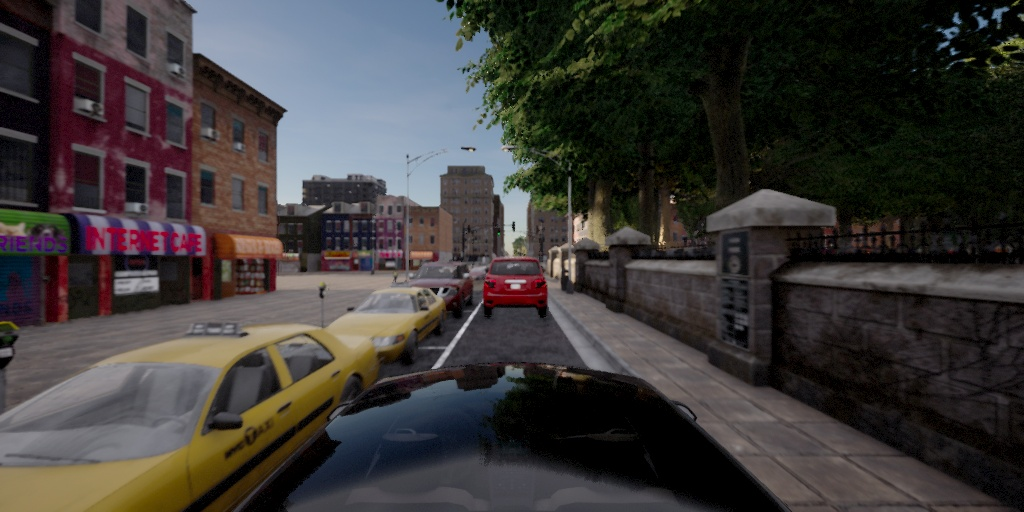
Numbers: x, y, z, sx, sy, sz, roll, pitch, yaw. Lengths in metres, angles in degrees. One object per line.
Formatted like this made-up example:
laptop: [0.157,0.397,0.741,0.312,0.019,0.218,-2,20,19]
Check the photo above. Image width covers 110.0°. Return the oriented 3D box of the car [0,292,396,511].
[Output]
car: [-2.643,1.284,2.939,1.751,1.417,4.829,0,0,0]

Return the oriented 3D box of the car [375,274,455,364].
car: [-2.635,1.316,8.210,1.751,1.417,4.829,0,0,0]

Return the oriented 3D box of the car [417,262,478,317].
car: [-2.627,1.137,13.650,2.192,1.841,5.009,0,0,0]

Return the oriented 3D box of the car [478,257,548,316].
car: [0.116,1.047,13.824,2.150,2.045,5.566,0,0,0]
